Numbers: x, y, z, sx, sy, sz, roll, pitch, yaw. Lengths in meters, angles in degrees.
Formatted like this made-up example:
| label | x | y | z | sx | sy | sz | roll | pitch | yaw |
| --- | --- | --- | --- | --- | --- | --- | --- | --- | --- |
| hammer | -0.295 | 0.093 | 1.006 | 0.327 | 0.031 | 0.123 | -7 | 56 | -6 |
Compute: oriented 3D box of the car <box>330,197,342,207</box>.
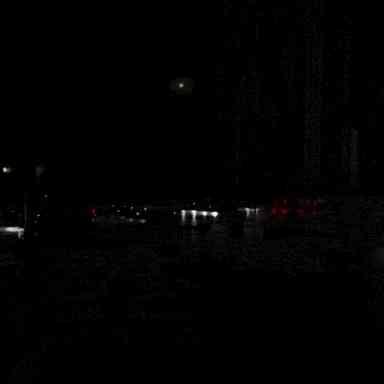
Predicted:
| label | x | y | z | sx | sy | sz | roll | pitch | yaw |
| --- | --- | --- | --- | --- | --- | --- | --- | --- | --- |
| car | 20.465 | 1.469 | 48.494 | 1.994 | 1.385 | 4.181 | 1 | 1 | 36 |

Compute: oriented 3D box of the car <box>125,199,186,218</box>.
| label | x | y | z | sx | sy | sz | roll | pitch | yaw |
| --- | --- | --- | --- | --- | --- | --- | --- | --- | --- |
| car | -2.869 | 1.354 | 27.273 | 1.895 | 1.301 | 4.718 | 1 | 1 | 36 |

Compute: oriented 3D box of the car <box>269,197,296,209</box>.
| label | x | y | z | sx | sy | sz | roll | pitch | yaw |
| --- | --- | --- | --- | --- | --- | --- | --- | --- | --- |
| car | 11.848 | 1.363 | 41.968 | 1.812 | 1.442 | 4.674 | 1 | 1 | 36 |

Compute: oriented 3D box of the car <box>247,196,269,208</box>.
| label | x | y | z | sx | sy | sz | roll | pitch | yaw |
| --- | --- | --- | --- | --- | --- | --- | --- | --- | --- |
| car | 8.839 | 1.273 | 43.524 | 2.128 | 1.511 | 4.902 | 1 | 1 | 36 |

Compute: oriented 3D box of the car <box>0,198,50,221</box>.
| label | x | y | z | sx | sy | sz | roll | pitch | yaw |
| --- | --- | --- | --- | --- | --- | --- | --- | --- | --- |
| car | -10.352 | 1.181 | 22.409 | 2.128 | 1.511 | 4.902 | 1 | 1 | 36 |

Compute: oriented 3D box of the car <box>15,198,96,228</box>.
| label | x | y | z | sx | sy | sz | roll | pitch | yaw |
| --- | --- | --- | --- | --- | --- | --- | --- | --- | --- |
| car | -7.959 | 1.307 | 20.170 | 1.994 | 1.385 | 4.181 | 1 | 1 | 36 |

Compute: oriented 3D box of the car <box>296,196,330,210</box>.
| label | x | y | z | sx | sy | sz | roll | pitch | yaw |
| --- | --- | --- | --- | --- | --- | --- | --- | --- | --- |
| car | 14.800 | 1.244 | 40.496 | 2.097 | 1.767 | 4.553 | 1 | 1 | 36 |

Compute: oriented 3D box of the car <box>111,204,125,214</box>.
| label | x | y | z | sx | sy | sz | roll | pitch | yaw |
| --- | --- | --- | --- | --- | --- | --- | --- | --- | --- |
| car | -4.956 | 1.302 | 29.937 | 1.895 | 1.301 | 4.718 | 1 | 1 | 36 |

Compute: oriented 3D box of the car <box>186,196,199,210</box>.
| label | x | y | z | sx | sy | sz | roll | pitch | yaw |
| --- | --- | --- | --- | --- | --- | --- | --- | --- | --- |
| car | 0.847 | 1.240 | 38.024 | 1.812 | 1.442 | 4.674 | 1 | 1 | 36 |

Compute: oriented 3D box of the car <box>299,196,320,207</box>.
| label | x | y | z | sx | sy | sz | roll | pitch | yaw |
| --- | --- | --- | --- | --- | --- | --- | --- | --- | --- |
| car | 17.825 | 1.377 | 50.388 | 1.812 | 1.442 | 4.674 | 1 | 1 | 36 |

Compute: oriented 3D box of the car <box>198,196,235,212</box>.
| label | x | y | z | sx | sy | sz | roll | pitch | yaw |
| --- | --- | --- | --- | --- | --- | --- | --- | --- | --- |
| car | 2.976 | 1.331 | 35.405 | 1.994 | 1.385 | 4.181 | 1 | 1 | 36 |
